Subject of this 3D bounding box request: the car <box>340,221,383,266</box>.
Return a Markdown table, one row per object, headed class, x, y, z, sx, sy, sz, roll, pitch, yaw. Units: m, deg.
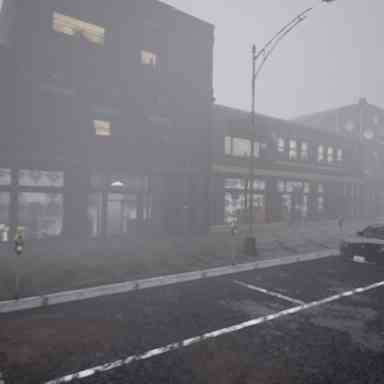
| class | x | y | z | sx | sy | sz | roll | pitch | yaw |
| --- | --- | --- | --- | --- | --- | --- | --- | --- | --- |
| car | 6.922 | 1.715 | 11.478 | 4.313 | 1.339 | 1.947 | 1 | 0 | -35 |
